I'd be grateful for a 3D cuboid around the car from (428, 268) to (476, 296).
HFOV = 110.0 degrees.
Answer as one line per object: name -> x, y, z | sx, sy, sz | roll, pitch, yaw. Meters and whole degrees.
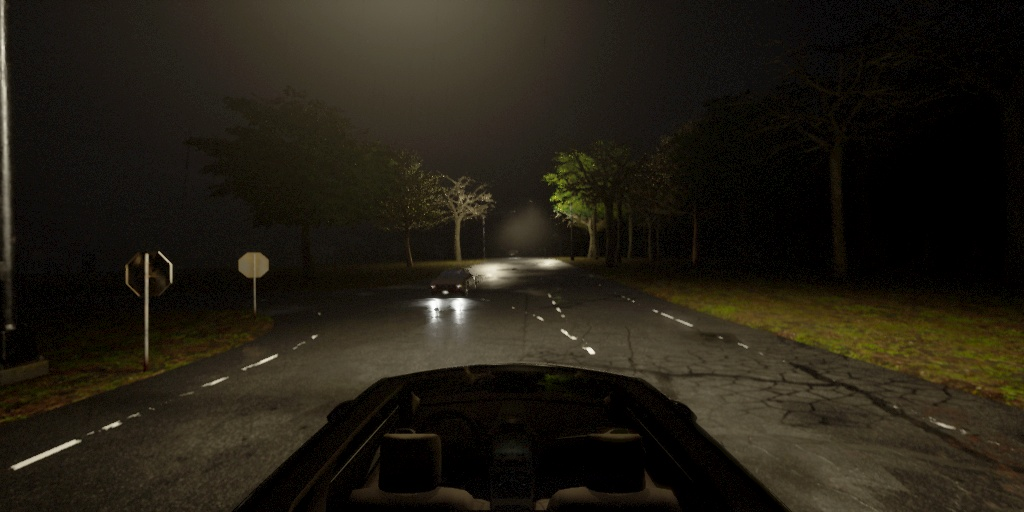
car -> -3.237, 1.428, 20.500 | 2.033, 1.411, 5.357 | -1, 0, 2
